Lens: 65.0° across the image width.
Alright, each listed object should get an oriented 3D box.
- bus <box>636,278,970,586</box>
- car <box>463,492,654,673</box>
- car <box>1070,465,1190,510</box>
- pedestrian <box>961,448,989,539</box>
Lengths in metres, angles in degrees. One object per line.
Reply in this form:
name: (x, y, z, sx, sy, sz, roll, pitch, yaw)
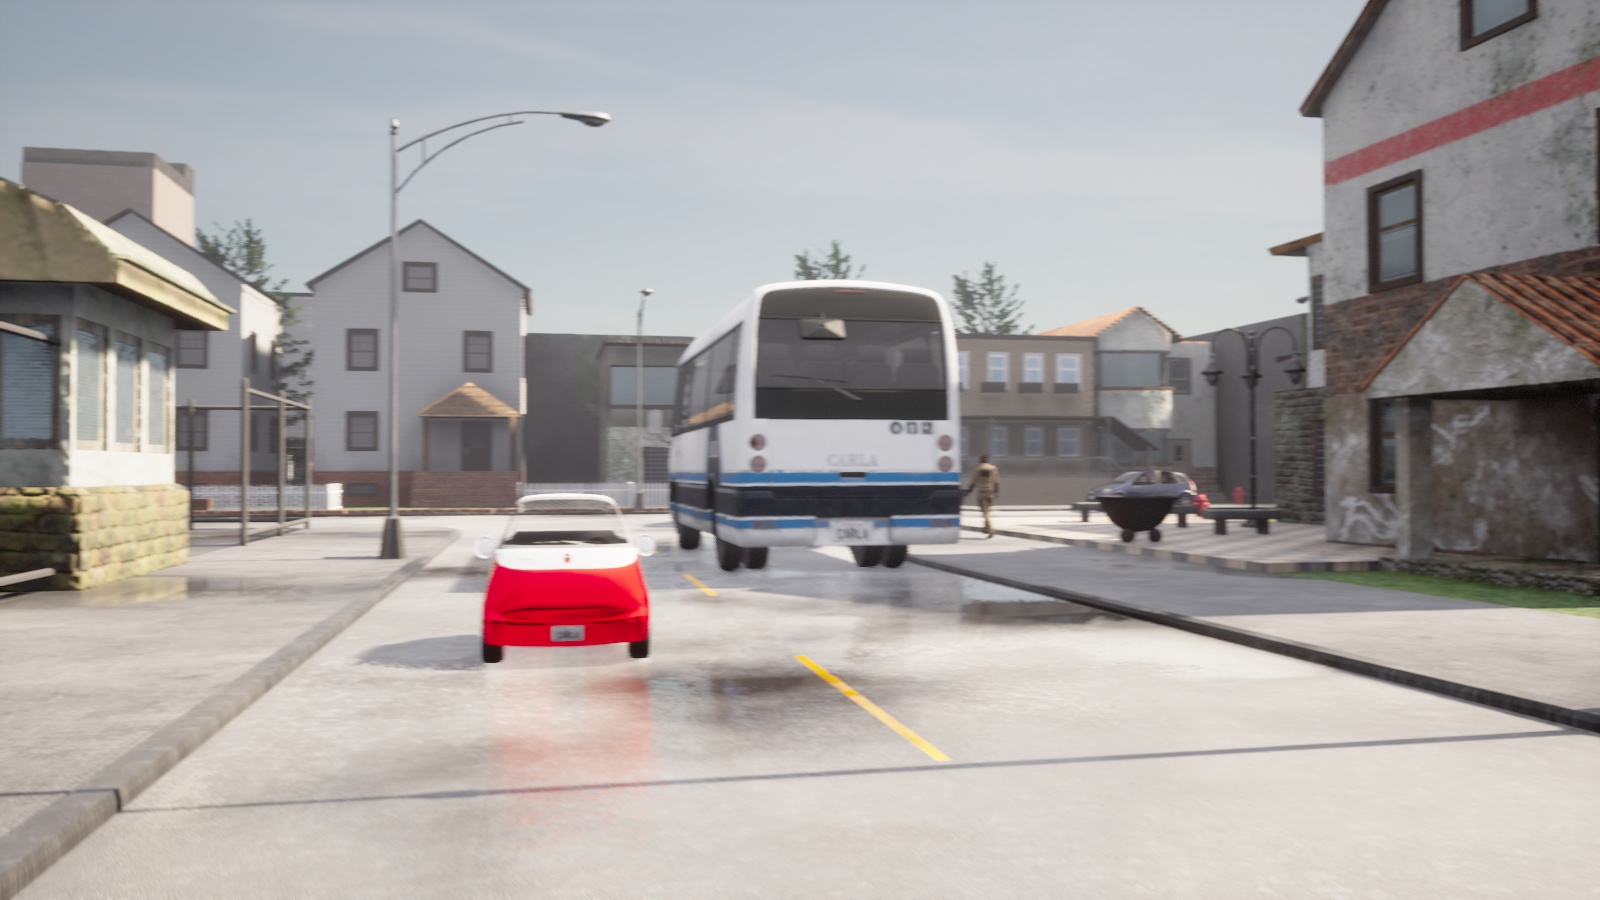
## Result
bus: (-0.564, -0.169, 22.788, 3.944, 4.253, 10.273, 0, -1, -12)
car: (-2.144, 1.079, 11.078, 1.481, 1.376, 2.207, 0, -1, -12)
car: (12.505, 1.405, 47.680, 3.988, 1.617, 1.851, 0, -1, -13)
pedestrian: (3.752, 0.934, 26.977, 0.396, 1.930, 0.692, 0, -1, -9)
